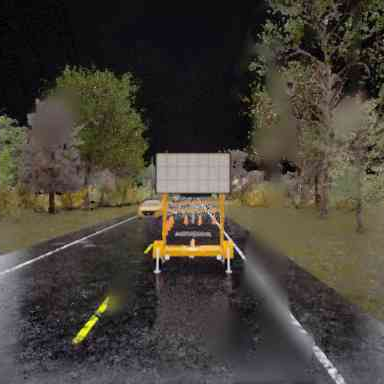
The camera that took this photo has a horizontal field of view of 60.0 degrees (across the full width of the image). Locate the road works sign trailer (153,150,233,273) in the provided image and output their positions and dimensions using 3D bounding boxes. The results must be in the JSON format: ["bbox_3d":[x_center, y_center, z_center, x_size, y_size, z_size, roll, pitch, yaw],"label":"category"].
[{"bbox_3d":[0.036,0.465,10.689,2.380,3.560,2.880,0,0,0],"label":"road works sign trailer"}]

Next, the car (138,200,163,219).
[{"bbox_3d":[-3.513,1.495,29.339,1.882,1.535,5.008,0,0,0],"label":"car"}]

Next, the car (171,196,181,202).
[{"bbox_3d":[-3.291,1.628,69.668,1.812,1.442,4.674,0,0,0],"label":"car"}]
